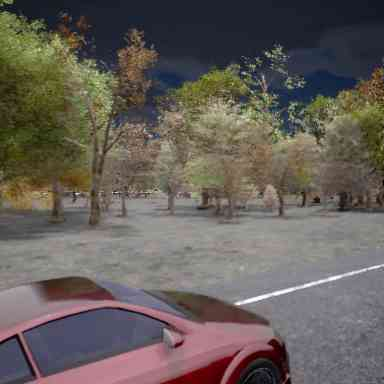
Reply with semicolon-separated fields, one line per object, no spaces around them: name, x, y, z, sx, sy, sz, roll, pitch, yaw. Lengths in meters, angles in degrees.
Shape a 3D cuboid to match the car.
car;-0.979;1.564;3.172;4.181;1.385;1.994;0;0;-35
